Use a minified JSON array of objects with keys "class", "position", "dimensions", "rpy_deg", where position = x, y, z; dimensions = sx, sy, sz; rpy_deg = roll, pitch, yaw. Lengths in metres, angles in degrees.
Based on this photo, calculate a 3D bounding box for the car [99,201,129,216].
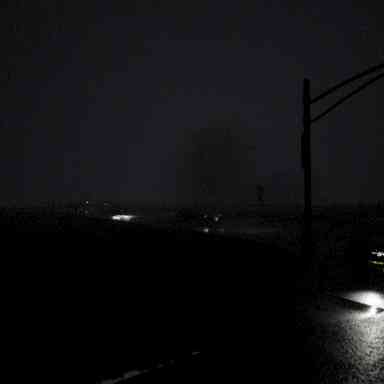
[{"class":"car","position":[-9.312,2.097,40.440],"dimensions":[1.994,1.385,4.181],"rpy_deg":[-1,0,-36]}]

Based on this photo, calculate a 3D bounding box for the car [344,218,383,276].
[{"class":"car","position":[5.854,1.569,10.130],"dimensions":[1.837,1.490,4.892],"rpy_deg":[2,-2,18]}]

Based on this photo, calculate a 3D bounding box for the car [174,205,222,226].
[{"class":"car","position":[0.422,1.794,26.856],"dimensions":[2.128,1.511,4.902],"rpy_deg":[-1,0,-35]}]

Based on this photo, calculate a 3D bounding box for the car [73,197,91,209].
[{"class":"car","position":[-18.679,2.014,53.648],"dimensions":[2.033,1.411,5.357],"rpy_deg":[-1,0,-36]}]

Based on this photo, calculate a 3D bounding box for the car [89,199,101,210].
[{"class":"car","position":[-14.369,2.147,53.812],"dimensions":[2.128,1.511,4.902],"rpy_deg":[-1,0,-35]}]
